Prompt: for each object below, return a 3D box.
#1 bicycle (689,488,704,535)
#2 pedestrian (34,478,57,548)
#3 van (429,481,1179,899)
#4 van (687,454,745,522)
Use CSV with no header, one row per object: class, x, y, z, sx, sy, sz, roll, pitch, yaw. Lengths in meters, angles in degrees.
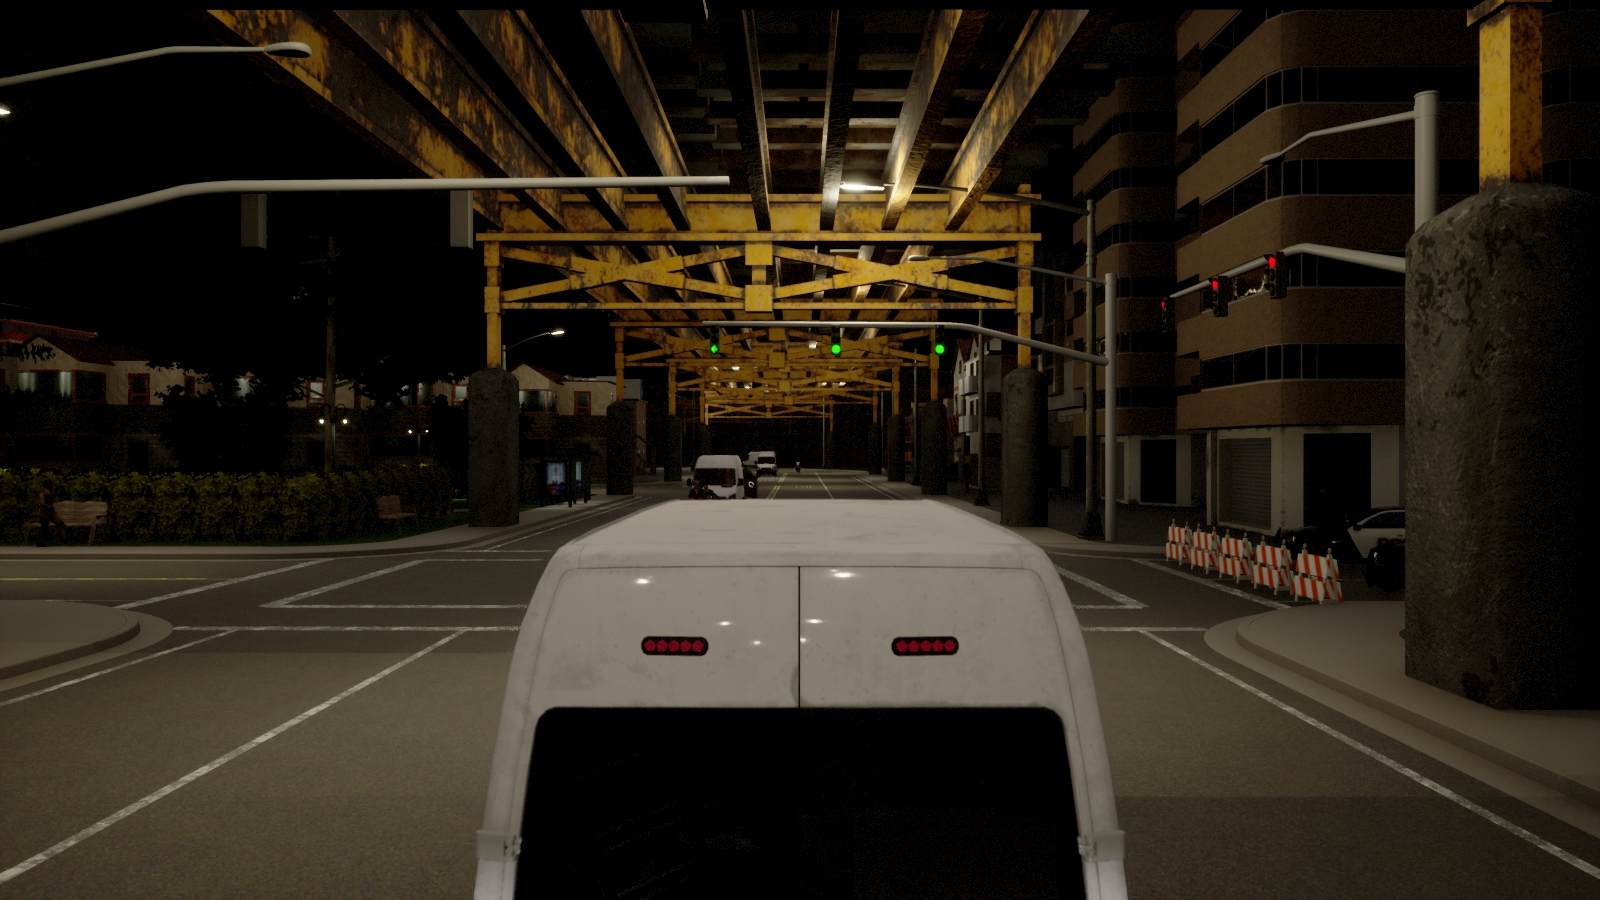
bicycle,-3.464,2.031,38.221,0.329,1.496,1.835,0,0,0
pedestrian,-20.318,1.686,30.771,0.375,1.860,0.375,0,0,2
van,0.016,1.532,5.993,1.988,2.561,5.915,0,0,0
van,-3.447,1.510,48.089,1.988,2.561,5.915,0,1,0
